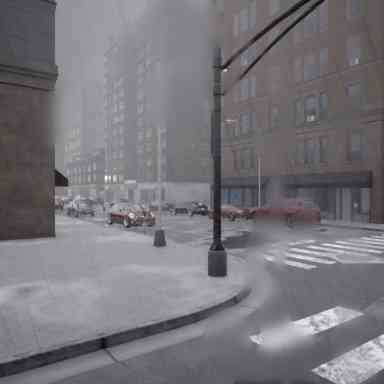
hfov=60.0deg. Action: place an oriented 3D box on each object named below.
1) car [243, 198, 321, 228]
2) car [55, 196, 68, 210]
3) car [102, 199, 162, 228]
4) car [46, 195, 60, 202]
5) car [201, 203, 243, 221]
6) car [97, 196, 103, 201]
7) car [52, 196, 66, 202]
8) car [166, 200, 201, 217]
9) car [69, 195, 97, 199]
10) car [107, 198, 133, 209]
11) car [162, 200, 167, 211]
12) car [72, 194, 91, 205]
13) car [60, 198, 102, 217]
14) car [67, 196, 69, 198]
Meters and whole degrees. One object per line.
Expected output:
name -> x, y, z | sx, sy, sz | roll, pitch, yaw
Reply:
car -> 6.122, 1.309, 22.218 | 2.192, 1.841, 5.009 | 0, 0, -35
car -> -16.721, 1.512, 39.899 | 1.887, 1.381, 4.507 | 0, 0, -35
car -> -4.015, 1.430, 21.815 | 1.967, 1.590, 4.097 | 0, 0, -35
car -> -31.985, 1.471, 76.453 | 2.008, 1.369, 4.403 | 0, 0, -35
car -> 2.947, 1.571, 26.738 | 1.802, 1.307, 4.206 | 0, 0, -35
car -> -15.857, 1.457, 53.999 | 1.837, 1.490, 4.892 | 0, 0, -35
car -> -28.809, 1.478, 71.933 | 2.008, 1.369, 4.403 | 0, 0, -35
car -> -0.229, 1.550, 31.257 | 1.947, 1.339, 4.313 | 0, 0, -35
car -> -16.156, 1.436, 49.117 | 1.882, 1.535, 5.008 | 0, 0, -35
car -> -9.756, 1.532, 44.816 | 1.947, 1.339, 4.313 | 0, 0, -35
car -> -3.405, 1.529, 35.778 | 2.008, 1.369, 4.403 | 0, 0, -35
car -> -19.891, 1.298, 59.684 | 2.097, 1.767, 4.553 | 0, 0, -35
car -> -10.368, 1.530, 30.857 | 2.008, 1.369, 4.403 | 0, 0, -35
car -> -21.523, 1.473, 56.760 | 1.812, 1.442, 4.674 | 0, 0, -35
